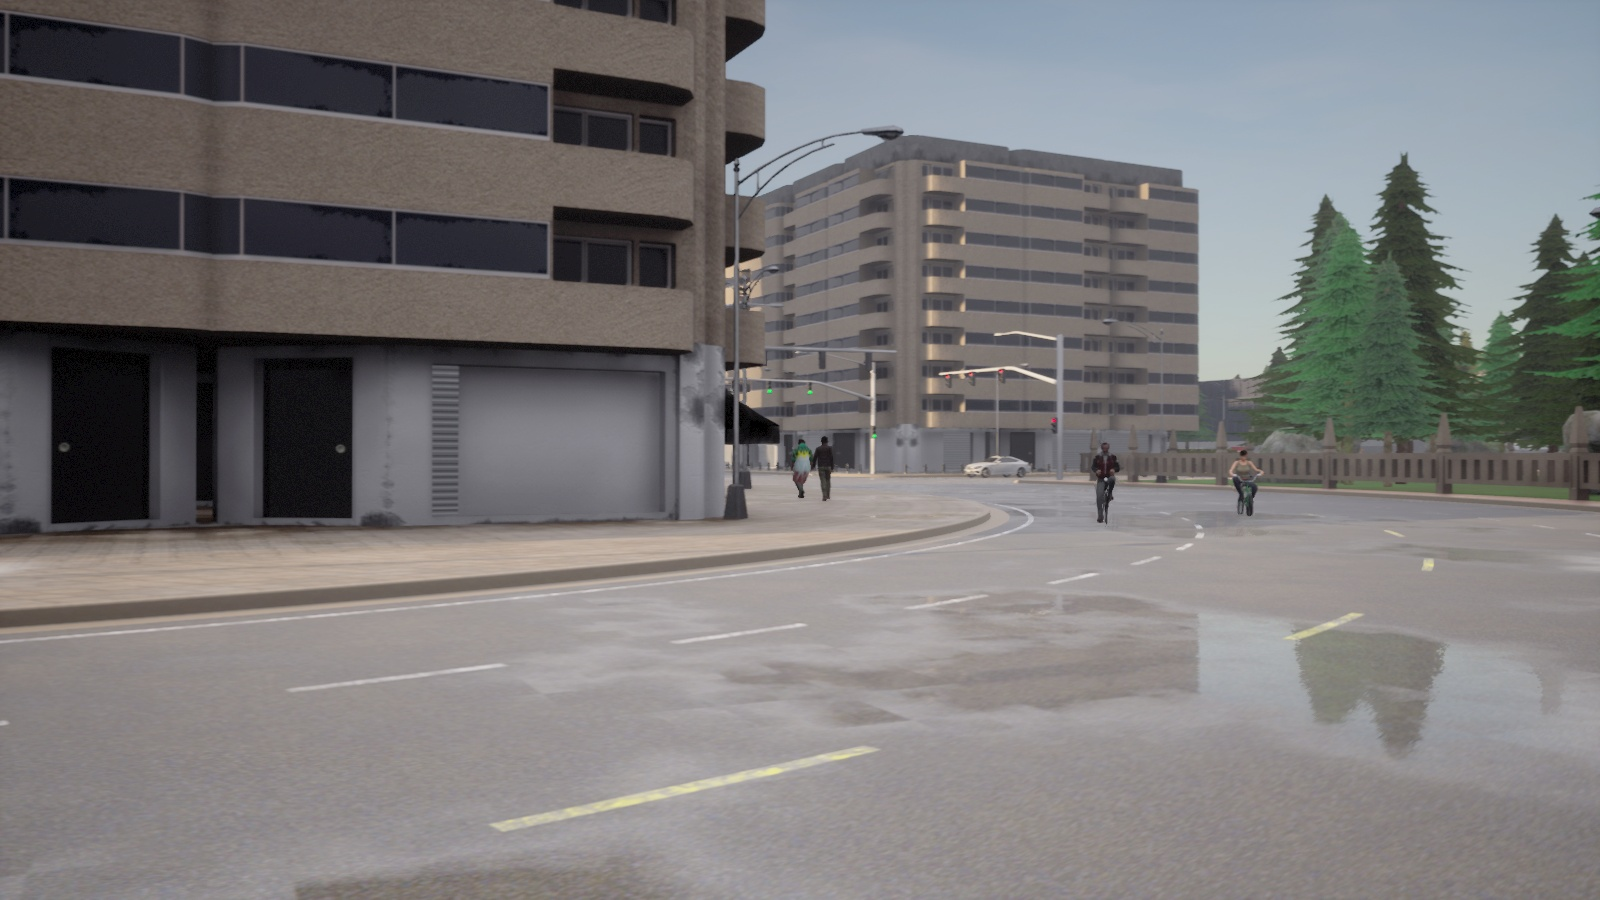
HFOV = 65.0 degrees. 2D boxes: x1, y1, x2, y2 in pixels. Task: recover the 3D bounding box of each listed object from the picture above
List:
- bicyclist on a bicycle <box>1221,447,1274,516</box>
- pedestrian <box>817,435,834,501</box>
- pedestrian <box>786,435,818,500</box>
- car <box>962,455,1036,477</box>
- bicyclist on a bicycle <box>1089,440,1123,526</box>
[{"bbox_3d":[10.777,0.751,30.300,0.866,1.612,1.509,-1,0,7],"label":"bicyclist on a bicycle"},{"bbox_3d":[0.730,0.513,35.681,0.431,1.840,0.703,0,0,6],"label":"pedestrian"},{"bbox_3d":[0.059,0.522,38.019,0.659,1.952,0.873,0,0,-24],"label":"pedestrian"},{"bbox_3d":[13.227,1.060,83.353,4.674,1.442,1.812,0,0,-26],"label":"car"},{"bbox_3d":[6.499,0.685,26.662,0.659,1.776,1.843,-1,-1,13],"label":"bicyclist on a bicycle"}]
